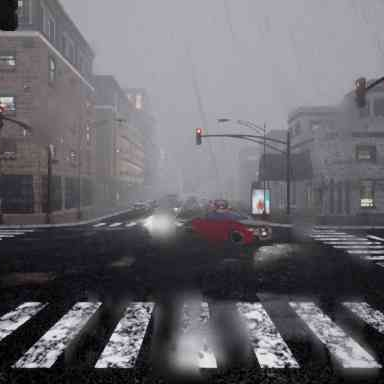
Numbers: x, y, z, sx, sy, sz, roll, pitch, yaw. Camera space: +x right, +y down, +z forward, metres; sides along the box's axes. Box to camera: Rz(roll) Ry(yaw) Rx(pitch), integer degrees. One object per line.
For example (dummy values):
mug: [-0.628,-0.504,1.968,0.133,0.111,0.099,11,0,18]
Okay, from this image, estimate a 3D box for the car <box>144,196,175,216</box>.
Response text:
car: [-3.129,1.498,33.084,2.128,1.511,4.902,0,0,0]

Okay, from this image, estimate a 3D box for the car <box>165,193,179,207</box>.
car: [-3.137,1.244,50.868,2.150,2.045,5.566,0,0,0]

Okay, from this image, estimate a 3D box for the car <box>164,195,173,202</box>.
car: [-5.773,1.592,82.836,1.752,1.417,4.829,-1,0,0]

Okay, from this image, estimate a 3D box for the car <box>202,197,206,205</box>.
car: [2.645,1.597,43.150,1.802,1.307,4.206,0,0,0]

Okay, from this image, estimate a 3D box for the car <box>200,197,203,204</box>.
car: [2.640,1.571,48.847,2.008,1.369,4.403,0,0,0]

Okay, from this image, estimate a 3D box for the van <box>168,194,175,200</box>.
van: [-5.786,1.430,94.399,1.690,1.788,3.998,-1,0,0]

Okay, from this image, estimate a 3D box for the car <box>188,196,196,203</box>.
car: [0.015,1.572,70.718,1.812,1.442,4.674,0,0,0]

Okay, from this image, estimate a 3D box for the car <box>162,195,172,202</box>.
car: [-5.769,1.497,77.309,1.967,1.590,4.097,0,0,0]

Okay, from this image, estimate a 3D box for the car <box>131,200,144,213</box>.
car: [-5.730,1.561,37.433,2.008,1.369,4.403,0,0,0]

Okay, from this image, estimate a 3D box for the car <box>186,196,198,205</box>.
car: [0.046,1.538,60.300,1.837,1.490,4.892,0,0,0]

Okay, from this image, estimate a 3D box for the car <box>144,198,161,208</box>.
car: [-5.741,1.571,48.827,2.008,1.369,4.403,0,0,0]

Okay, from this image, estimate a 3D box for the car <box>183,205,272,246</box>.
car: [1.565,1.559,15.420,4.181,1.385,1.994,1,1,42]

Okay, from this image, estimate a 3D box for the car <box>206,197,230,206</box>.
car: [2.655,1.446,31.756,1.967,1.590,4.097,0,0,0]

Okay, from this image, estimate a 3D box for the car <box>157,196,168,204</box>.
car: [-5.757,1.565,65.746,1.752,1.417,4.829,0,0,0]

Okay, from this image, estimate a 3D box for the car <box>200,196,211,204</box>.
car: [2.624,1.591,65.937,2.008,1.369,4.403,-1,0,0]
